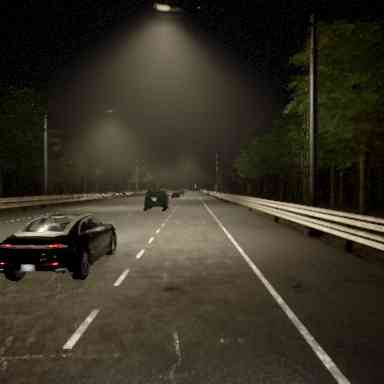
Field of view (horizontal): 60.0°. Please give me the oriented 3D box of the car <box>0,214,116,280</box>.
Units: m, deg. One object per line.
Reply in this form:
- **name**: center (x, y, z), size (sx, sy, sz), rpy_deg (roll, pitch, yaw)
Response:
- **car**: center (-3.502, 1.369, 9.520), size (2.128, 1.511, 4.902), rpy_deg (0, 1, 0)

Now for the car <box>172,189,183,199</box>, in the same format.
- **car**: center (-3.508, 0.663, 72.830), size (1.812, 1.442, 4.674), rpy_deg (0, 1, 0)

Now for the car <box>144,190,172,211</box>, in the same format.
- **car**: center (-3.505, 0.801, 33.751), size (2.150, 2.045, 5.566), rpy_deg (0, 1, 0)
